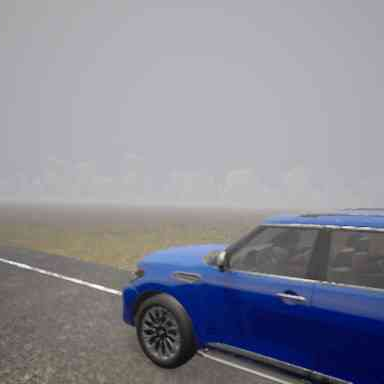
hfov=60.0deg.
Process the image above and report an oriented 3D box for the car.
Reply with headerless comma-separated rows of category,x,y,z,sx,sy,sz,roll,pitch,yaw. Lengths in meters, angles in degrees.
car,1.637,1.217,3.989,5.566,2.045,2.150,1,1,36
